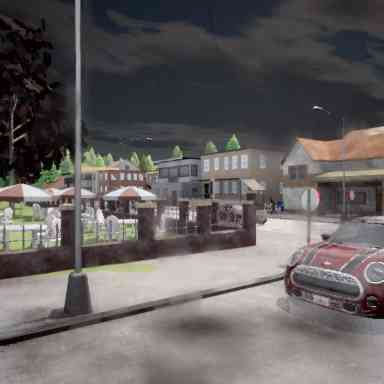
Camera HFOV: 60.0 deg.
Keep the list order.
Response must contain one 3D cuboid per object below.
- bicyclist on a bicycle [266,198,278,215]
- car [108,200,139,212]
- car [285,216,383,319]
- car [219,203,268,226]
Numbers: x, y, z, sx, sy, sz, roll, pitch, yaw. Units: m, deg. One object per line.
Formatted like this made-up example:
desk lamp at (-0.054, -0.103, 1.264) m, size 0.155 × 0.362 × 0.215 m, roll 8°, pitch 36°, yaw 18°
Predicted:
bicyclist on a bicycle at (7.565, 1.349, 31.435) m, size 1.656 × 1.620 × 0.582 m, roll 0°, pitch 0°, yaw -35°
car at (-7.936, 1.221, 38.758) m, size 2.150 × 2.045 × 5.566 m, roll 0°, pitch 0°, yaw -35°
car at (4.109, 1.352, 7.324) m, size 4.553 × 1.767 × 2.097 m, roll 0°, pitch 0°, yaw -37°
car at (3.137, 1.526, 23.169) m, size 1.812 × 1.442 × 4.674 m, roll 0°, pitch 0°, yaw -35°
